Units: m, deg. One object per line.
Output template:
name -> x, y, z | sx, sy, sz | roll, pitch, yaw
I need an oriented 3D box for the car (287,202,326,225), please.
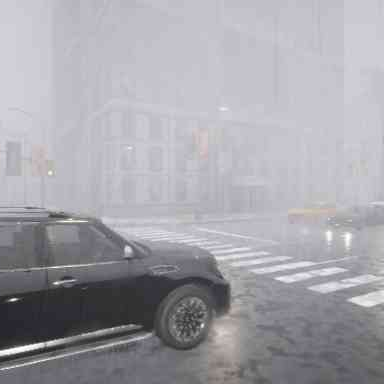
car -> 8.995, 1.478, 23.924 | 5.008, 1.535, 1.882 | 0, 0, -32

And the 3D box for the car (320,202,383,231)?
car -> 10.808, 1.547, 20.933 | 5.357, 1.411, 2.033 | 0, 0, -32

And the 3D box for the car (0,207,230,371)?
car -> -2.089, 1.238, 4.677 | 5.566, 2.045, 2.150 | 0, 0, -32

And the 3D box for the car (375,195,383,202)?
car -> 17.690, 1.221, 29.216 | 5.566, 2.045, 2.150 | 0, 0, -31
